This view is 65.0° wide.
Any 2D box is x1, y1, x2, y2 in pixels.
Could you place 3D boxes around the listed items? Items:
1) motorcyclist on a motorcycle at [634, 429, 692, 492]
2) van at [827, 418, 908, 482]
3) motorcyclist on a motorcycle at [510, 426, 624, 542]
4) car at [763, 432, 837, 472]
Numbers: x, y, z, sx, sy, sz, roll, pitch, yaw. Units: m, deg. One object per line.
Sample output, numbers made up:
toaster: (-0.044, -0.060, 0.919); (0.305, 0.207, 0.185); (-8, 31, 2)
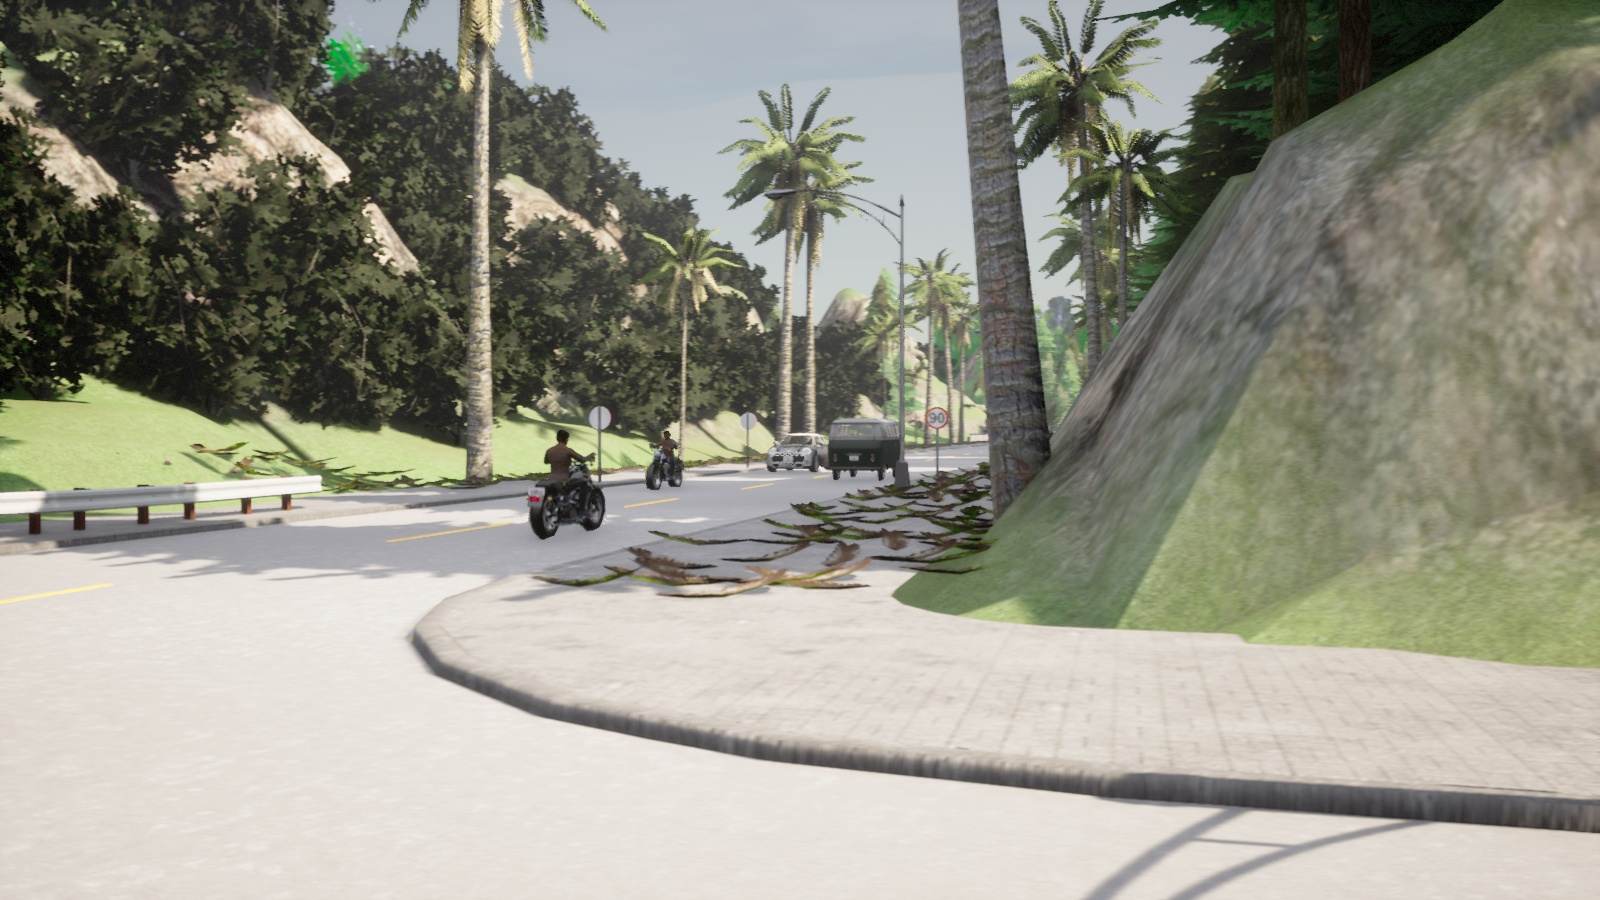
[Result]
motorcyclist on a motorcycle: (-3.701, 0.243, 34.193); (0.766, 1.649, 2.350); (0, 1, 15)
van: (2.258, -0.034, 41.122); (1.775, 1.987, 4.442); (0, 1, 15)
motorcyclist on a motorcycle: (-3.520, 0.471, 19.213); (0.766, 1.649, 2.350); (0, 1, 15)
car: (0.050, 0.058, 48.444); (1.970, 1.475, 3.806); (0, 1, 15)
